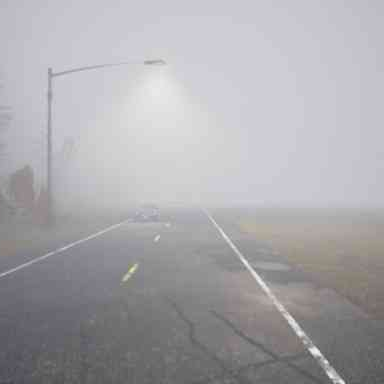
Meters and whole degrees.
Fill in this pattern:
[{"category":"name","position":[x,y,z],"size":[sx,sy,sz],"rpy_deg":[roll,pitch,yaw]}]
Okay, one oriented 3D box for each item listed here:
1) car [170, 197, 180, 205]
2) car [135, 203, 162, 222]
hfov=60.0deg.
[{"category":"car","position":[-3.509,1.872,69.194],"size":[2.128,1.511,4.902],"rpy_deg":[0,0,0]},{"category":"car","position":[-3.601,1.666,27.957],"size":[1.812,1.442,4.674],"rpy_deg":[0,0,0]}]
